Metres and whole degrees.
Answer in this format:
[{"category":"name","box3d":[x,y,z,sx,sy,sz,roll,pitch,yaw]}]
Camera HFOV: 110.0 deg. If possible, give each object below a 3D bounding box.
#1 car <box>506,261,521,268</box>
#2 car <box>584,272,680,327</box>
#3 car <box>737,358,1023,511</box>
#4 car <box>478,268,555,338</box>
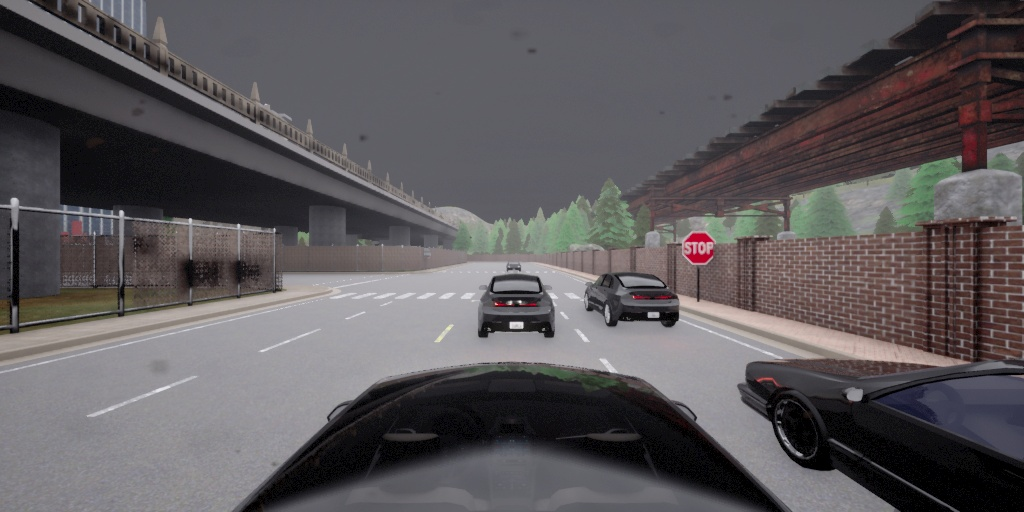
[{"category":"car","box3d":[0.213,1.351,46.364,1.895,1.301,4.718,0,0,-1]},{"category":"car","box3d":[3.606,1.255,11.534,1.837,1.490,4.892,0,0,0]},{"category":"car","box3d":[3.600,1.297,1.788,2.033,1.411,5.357,0,0,0]},{"category":"car","box3d":[0.104,1.255,10.177,1.837,1.490,4.892,0,0,0]}]
